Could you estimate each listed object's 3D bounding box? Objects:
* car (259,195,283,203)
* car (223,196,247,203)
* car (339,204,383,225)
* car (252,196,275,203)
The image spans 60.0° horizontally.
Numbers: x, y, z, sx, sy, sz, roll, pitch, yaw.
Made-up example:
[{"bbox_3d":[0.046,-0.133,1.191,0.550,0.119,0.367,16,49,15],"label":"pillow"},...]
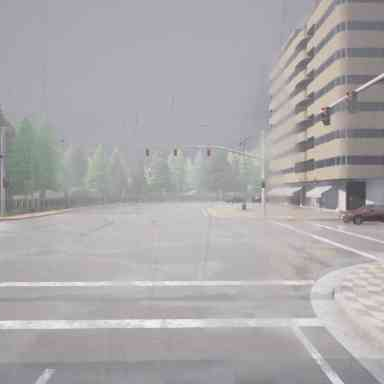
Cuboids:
[{"bbox_3d":[17.537,1.525,73.805,4.902,1.511,2.128,0,0,-23],"label":"car"},{"bbox_3d":[8.874,1.547,68.199,5.357,1.411,2.033,0,0,-38],"label":"car"},{"bbox_3d":[13.161,1.581,24.155,4.674,1.442,1.812,0,0,-1],"label":"car"},{"bbox_3d":[14.187,1.525,67.903,4.674,1.442,1.812,0,0,-34],"label":"car"}]
